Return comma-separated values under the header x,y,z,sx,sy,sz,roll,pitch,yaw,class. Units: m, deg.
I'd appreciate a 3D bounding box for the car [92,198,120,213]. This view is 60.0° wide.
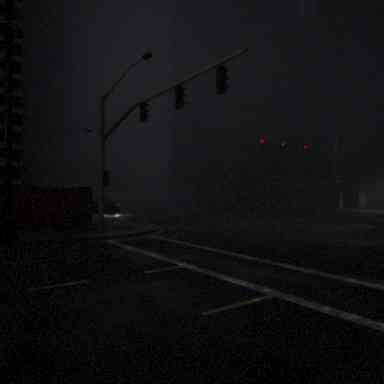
x,y,z,sx,sy,sz,roll,pitch,yaw,class
-9.624,1.405,36.564,2.097,1.767,4.553,0,0,-36,car
